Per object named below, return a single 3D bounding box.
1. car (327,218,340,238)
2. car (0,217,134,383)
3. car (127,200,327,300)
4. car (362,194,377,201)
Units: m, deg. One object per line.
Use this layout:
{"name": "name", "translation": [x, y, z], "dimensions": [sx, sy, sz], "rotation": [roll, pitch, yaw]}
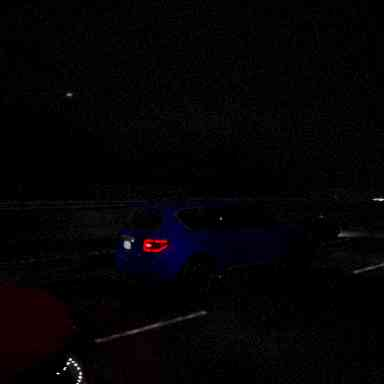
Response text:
{"name": "car", "translation": [5.272, 1.541, 16.107], "dimensions": [4.181, 1.385, 1.994], "rotation": [0, 0, -36]}
{"name": "car", "translation": [-3.303, 1.226, 1.514], "dimensions": [5.566, 2.045, 2.150], "rotation": [0, 0, -36]}
{"name": "car", "translation": [0.821, 1.213, 8.618], "dimensions": [5.566, 2.045, 2.150], "rotation": [0, 0, -35]}
{"name": "car", "translation": [44.285, 1.227, 83.568], "dimensions": [2.097, 1.767, 4.553], "rotation": [1, 1, 39]}
